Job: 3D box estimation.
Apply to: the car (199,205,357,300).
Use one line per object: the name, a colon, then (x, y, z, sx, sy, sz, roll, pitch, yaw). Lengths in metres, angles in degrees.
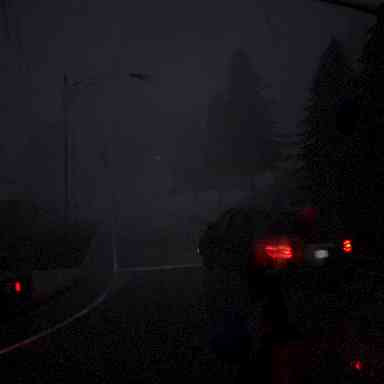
car: (1.856, 1.387, 9.108, 2.150, 2.045, 5.566, -2, -1, -15)

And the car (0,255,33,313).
car: (-5.080, 1.702, 6.770, 4.718, 1.301, 1.895, -2, -2, 43)
